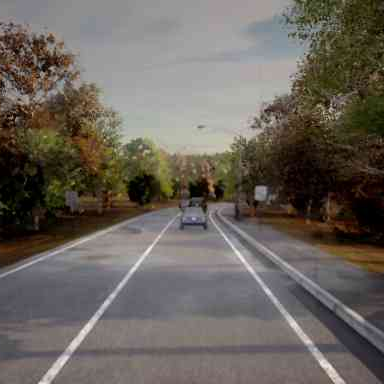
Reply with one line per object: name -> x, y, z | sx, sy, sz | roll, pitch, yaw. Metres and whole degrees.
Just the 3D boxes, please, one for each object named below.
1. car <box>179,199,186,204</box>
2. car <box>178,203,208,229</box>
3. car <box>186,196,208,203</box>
car -> -1.003, 1.944, 55.785 | 2.128, 1.511, 4.902 | 1, 0, 11
car -> 0.114, 1.730, 23.050 | 2.033, 1.411, 5.357 | 0, 0, 0
car -> 0.915, 1.604, 43.724 | 2.150, 2.045, 5.566 | 0, 0, 5
